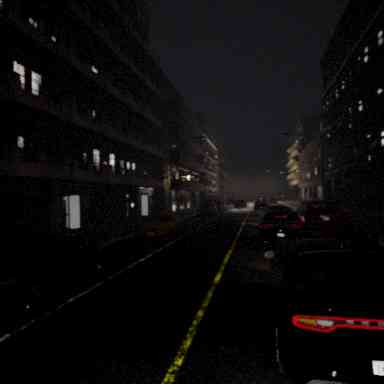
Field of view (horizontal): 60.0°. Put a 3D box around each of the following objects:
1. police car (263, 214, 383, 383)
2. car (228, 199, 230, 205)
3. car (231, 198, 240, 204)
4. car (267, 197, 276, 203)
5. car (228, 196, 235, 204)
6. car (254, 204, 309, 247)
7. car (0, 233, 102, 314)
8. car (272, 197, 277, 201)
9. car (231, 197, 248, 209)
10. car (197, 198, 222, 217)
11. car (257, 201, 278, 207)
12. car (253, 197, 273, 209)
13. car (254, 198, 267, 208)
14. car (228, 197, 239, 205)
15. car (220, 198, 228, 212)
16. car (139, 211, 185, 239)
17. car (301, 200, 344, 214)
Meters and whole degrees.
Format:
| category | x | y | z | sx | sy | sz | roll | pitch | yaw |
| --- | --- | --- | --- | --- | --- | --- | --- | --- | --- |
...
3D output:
| category | x | y | z | sx | sy | sz | roll | pitch | yaw |
| --- | --- | --- | --- | --- | --- | --- | --- | --- | --- |
| police car | 2.290 | 1.425 | 5.581 | 1.930 | 1.638 | 5.238 | -2 | -1 | 11 |
| car | 3.880 | 1.987 | 46.902 | 1.802 | 1.307 | 4.206 | -1 | -1 | 11 |
| car | 10.428 | 2.122 | 80.080 | 1.887 | 1.381 | 4.507 | -1 | -1 | 11 |
| car | 18.646 | 1.876 | 78.455 | 1.887 | 1.381 | 4.507 | -1 | -1 | 11 |
| car | 8.240 | 1.835 | 69.023 | 2.192 | 1.841 | 5.009 | -1 | -1 | 11 |
| car | 4.128 | 1.538 | 15.365 | 1.882 | 1.535 | 5.008 | -2 | -1 | 16 |
| car | -3.760 | 1.762 | 8.192 | 1.947 | 1.339 | 4.313 | -2 | -1 | 11 |
| car | 16.495 | 1.800 | 67.563 | 1.752 | 1.417 | 4.829 | -1 | -1 | 11 |
| car | 7.602 | 1.881 | 51.885 | 1.812 | 1.442 | 4.674 | -2 | -1 | 11 |
| car | 1.694 | 1.786 | 35.844 | 1.967 | 1.590 | 4.097 | -1 | -1 | 11 |
| car | 5.388 | 1.590 | 21.134 | 1.837 | 1.490 | 4.892 | -2 | -1 | 9 |
| car | 8.906 | 1.715 | 42.940 | 2.128 | 1.511 | 4.902 | -2 | -1 | 12 |
| car | 11.476 | 1.839 | 56.021 | 2.033 | 1.411 | 5.357 | -2 | -1 | 11 |
| car | 9.334 | 1.989 | 74.550 | 1.967 | 1.590 | 4.097 | -1 | -1 | 11 |
| car | 2.783 | 1.691 | 41.375 | 2.192 | 1.841 | 5.009 | -1 | -1 | 11 |
| car | -1.611 | 1.782 | 19.086 | 1.752 | 1.417 | 4.829 | -1 | -1 | 11 |
| car | 6.636 | 1.326 | 17.631 | 2.192 | 1.841 | 5.009 | -1 | -1 | 11 |
